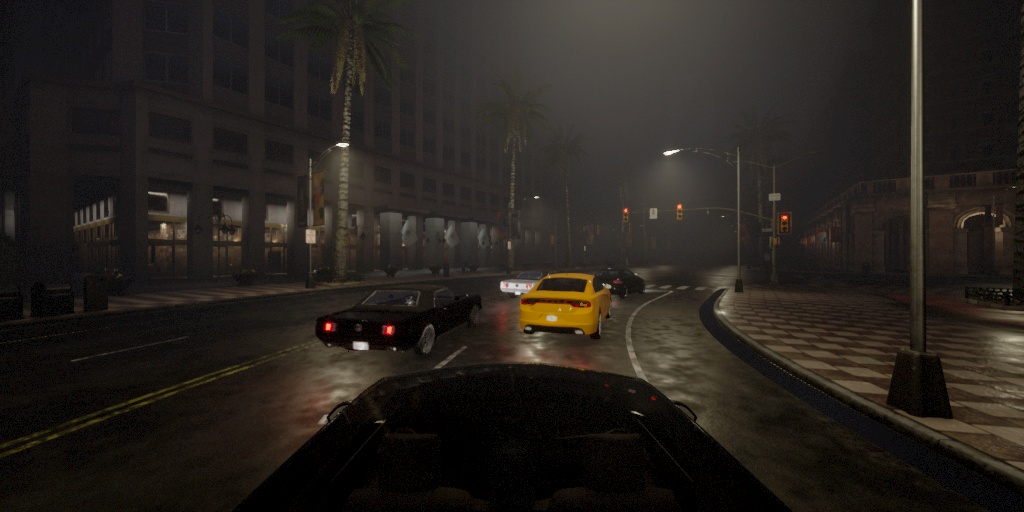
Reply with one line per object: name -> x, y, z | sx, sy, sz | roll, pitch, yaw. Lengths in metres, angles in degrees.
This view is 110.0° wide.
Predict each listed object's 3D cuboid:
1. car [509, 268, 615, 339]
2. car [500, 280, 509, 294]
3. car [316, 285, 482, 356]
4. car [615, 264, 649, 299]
car -> 1.725, 1.227, 10.265 | 1.882, 1.535, 5.008 | 0, 0, 20
car -> 1.498, 1.350, 17.644 | 1.895, 1.301, 4.718 | 0, 0, 34
car -> -2.244, 1.351, 8.704 | 1.895, 1.301, 4.718 | 0, 0, 13
car -> 5.367, 1.314, 18.408 | 1.994, 1.385, 4.181 | 0, 0, 36
